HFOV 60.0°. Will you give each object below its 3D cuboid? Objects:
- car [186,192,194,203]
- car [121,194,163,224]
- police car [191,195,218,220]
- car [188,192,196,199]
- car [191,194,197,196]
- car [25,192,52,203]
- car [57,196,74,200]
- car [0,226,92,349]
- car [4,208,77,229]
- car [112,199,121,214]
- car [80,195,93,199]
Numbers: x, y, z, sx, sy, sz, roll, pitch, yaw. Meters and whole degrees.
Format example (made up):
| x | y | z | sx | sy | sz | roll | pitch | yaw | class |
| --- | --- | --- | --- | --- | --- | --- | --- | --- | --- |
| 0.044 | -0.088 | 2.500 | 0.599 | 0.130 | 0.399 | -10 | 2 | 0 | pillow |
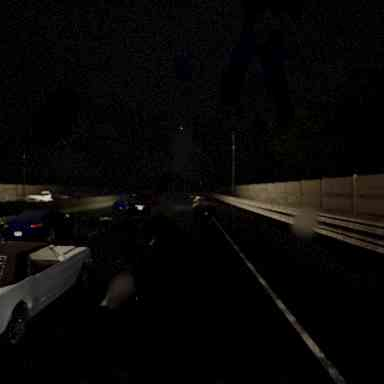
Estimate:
| x | y | z | sx | sy | sz | roll | pitch | yaw | class |
| --- | --- | --- | --- | --- | --- | --- | --- | --- | --- |
| 0.018 | 1.177 | 62.652 | 2.128 | 1.511 | 4.902 | 0 | 1 | 0 | car |
| -3.393 | 1.155 | 24.491 | 2.150 | 2.045 | 5.566 | 0 | 0 | 0 | car |
| 1.058 | 1.351 | 27.101 | 1.930 | 1.638 | 5.238 | 0 | 0 | 0 | police car |
| 0.023 | 0.843 | 78.324 | 1.837 | 1.490 | 4.892 | 0 | 0 | 0 | car |
| 1.061 | 1.340 | 37.180 | 1.801 | 1.575 | 5.366 | 0 | 0 | 0 | car |
| -24.539 | 0.994 | 53.398 | 2.150 | 2.045 | 5.566 | 0 | 0 | 1 | car |
| -21.038 | 1.320 | 55.392 | 1.994 | 1.385 | 4.181 | 0 | 0 | 0 | car |
| -3.398 | 1.584 | 6.178 | 1.895 | 1.301 | 4.718 | 0 | 0 | 0 | car |
| -6.896 | 1.484 | 15.506 | 1.812 | 1.442 | 4.674 | 0 | 0 | 0 | car |
| -6.891 | 1.374 | 34.608 | 1.882 | 1.535 | 5.008 | 0 | 0 | 0 | car |
| -17.540 | 1.282 | 55.355 | 1.812 | 1.442 | 4.674 | 0 | 0 | 0 | car |
